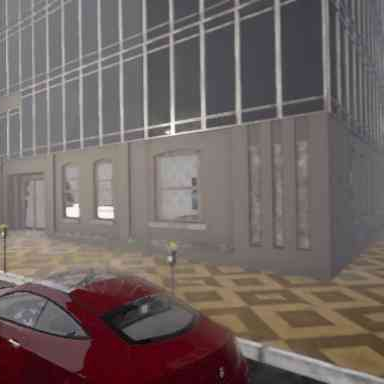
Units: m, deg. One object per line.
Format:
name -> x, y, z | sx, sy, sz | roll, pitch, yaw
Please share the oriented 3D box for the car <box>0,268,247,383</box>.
car -> -1.414, 1.584, 3.900 | 4.206, 1.307, 1.802 | 0, -1, 36
